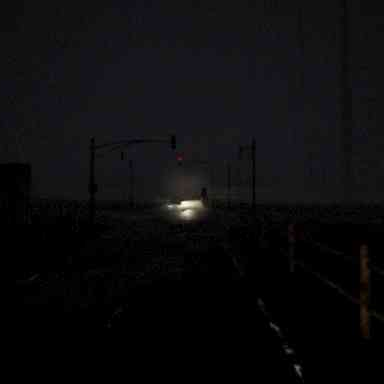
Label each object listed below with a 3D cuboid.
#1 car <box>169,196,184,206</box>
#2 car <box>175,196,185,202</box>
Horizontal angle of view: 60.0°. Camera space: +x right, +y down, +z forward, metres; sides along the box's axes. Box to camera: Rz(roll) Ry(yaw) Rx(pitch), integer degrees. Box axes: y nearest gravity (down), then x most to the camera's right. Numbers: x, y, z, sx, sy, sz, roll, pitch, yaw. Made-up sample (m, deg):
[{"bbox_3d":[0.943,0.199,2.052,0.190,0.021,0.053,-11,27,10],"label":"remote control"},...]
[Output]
[{"bbox_3d":[-2.736,1.468,55.415,1.882,1.535,5.008,0,1,0],"label":"car"},{"bbox_3d":[-2.672,1.494,72.555,1.994,1.385,4.181,0,0,0],"label":"car"}]
